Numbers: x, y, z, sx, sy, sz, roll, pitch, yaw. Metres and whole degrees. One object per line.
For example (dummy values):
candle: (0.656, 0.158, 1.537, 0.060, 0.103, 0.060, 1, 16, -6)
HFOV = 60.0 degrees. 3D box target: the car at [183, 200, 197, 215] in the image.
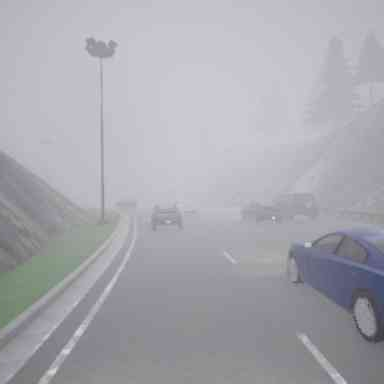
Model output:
car: (-0.878, 1.526, 33.603, 1.812, 1.442, 4.674, 0, 0, -17)

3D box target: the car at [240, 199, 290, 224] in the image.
car: (4.921, 1.438, 24.041, 1.837, 1.490, 4.892, 0, 0, -10)

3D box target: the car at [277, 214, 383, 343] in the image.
car: (3.426, 1.434, 6.432, 1.882, 1.535, 5.008, 0, 0, -3)

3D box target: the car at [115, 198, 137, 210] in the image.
car: (-8.842, 1.572, 44.425, 1.882, 1.535, 5.008, 0, 0, -27)

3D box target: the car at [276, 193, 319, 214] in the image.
car: (8.012, 1.116, 26.898, 2.150, 2.045, 5.566, 0, 0, -11)

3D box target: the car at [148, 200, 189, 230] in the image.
car: (-1.750, 1.506, 21.428, 2.128, 1.511, 4.902, -1, 0, -9)
